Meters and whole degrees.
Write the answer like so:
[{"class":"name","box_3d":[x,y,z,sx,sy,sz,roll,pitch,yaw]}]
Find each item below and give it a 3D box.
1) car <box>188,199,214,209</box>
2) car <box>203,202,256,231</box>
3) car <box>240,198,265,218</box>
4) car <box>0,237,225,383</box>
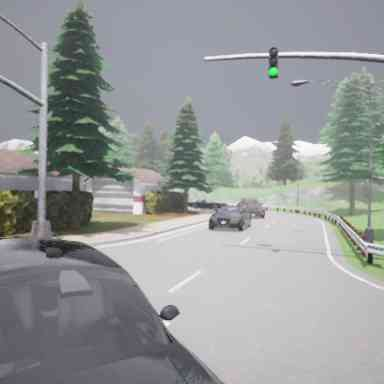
[{"class":"car","box_3d":[1.908,1.486,39.534,4.718,1.301,1.895,1,0,35]},{"class":"car","box_3d":[2.422,1.535,20.511,1.994,1.385,4.181,1,0,19]},{"class":"car","box_3d":[5.215,1.337,29.932,2.097,1.767,4.553,1,0,2]},{"class":"car","box_3d":[-1.449,1.378,3.330,1.837,1.490,4.892,7,1,-40]}]
